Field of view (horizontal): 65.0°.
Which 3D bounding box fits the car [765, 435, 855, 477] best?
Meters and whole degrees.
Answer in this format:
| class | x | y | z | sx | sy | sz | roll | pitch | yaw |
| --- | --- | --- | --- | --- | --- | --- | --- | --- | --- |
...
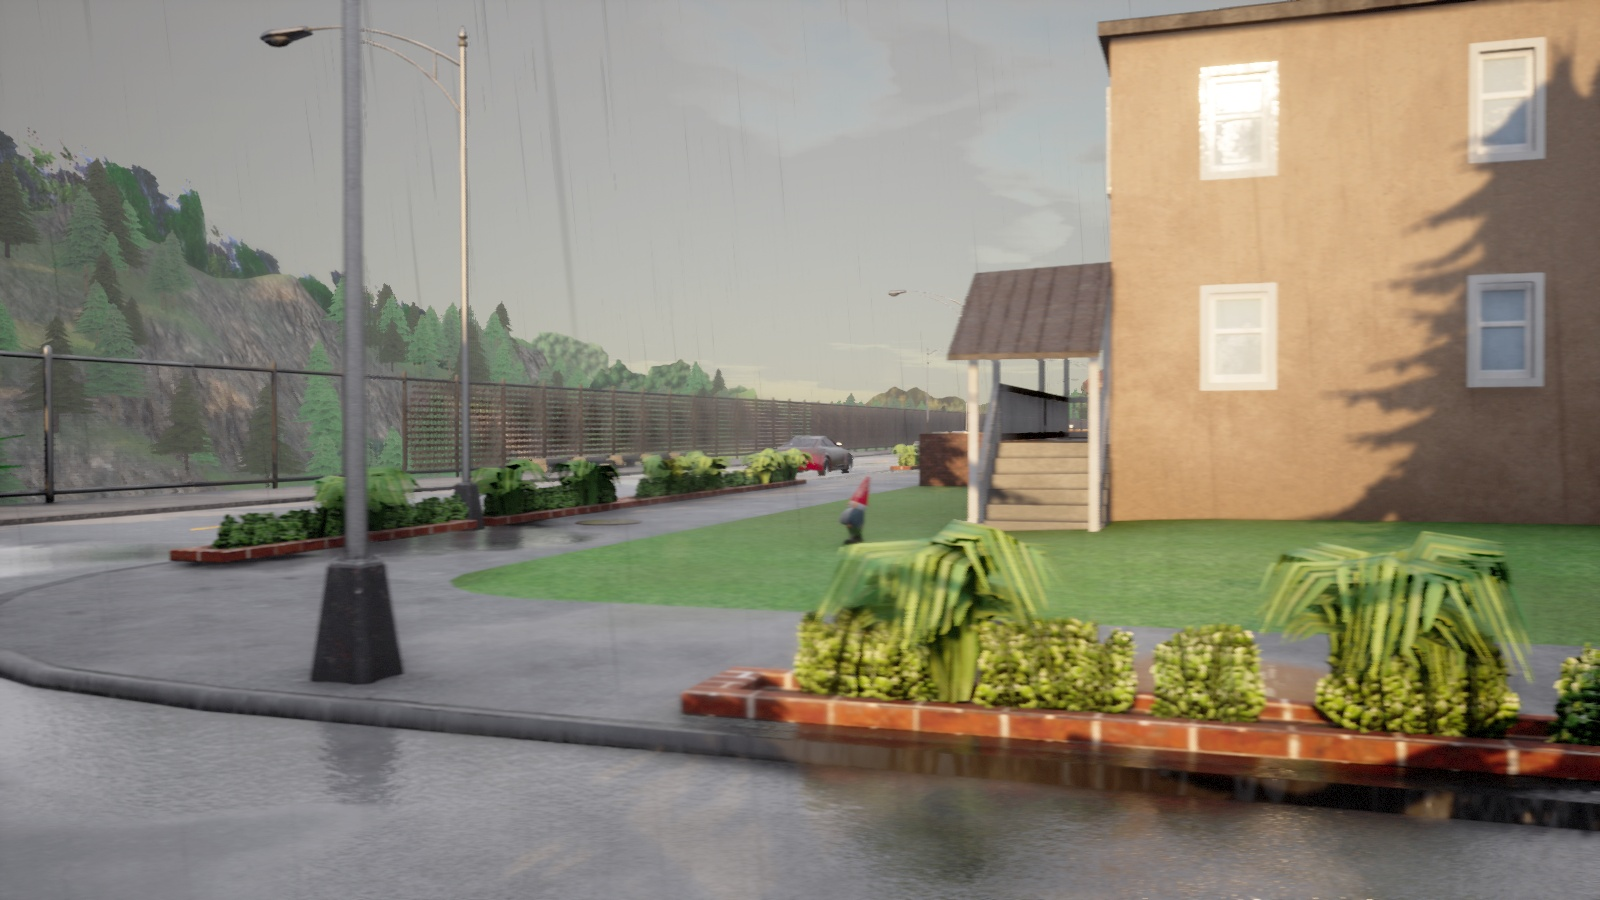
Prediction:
| class | x | y | z | sx | sy | sz | roll | pitch | yaw |
| --- | --- | --- | --- | --- | --- | --- | --- | --- | --- |
| car | 0.410 | 0.184 | 44.272 | 1.994 | 1.385 | 4.181 | 1 | 1 | 18 |
